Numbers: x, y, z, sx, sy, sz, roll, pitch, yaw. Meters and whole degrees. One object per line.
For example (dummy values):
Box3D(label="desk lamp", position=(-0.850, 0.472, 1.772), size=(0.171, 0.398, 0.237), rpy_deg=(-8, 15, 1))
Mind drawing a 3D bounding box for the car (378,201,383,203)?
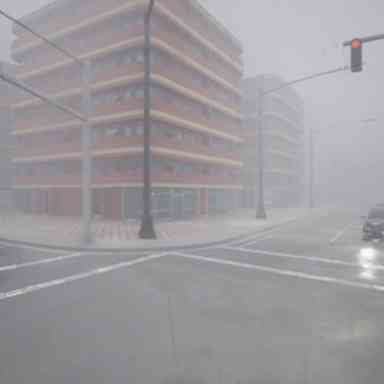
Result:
Box3D(label="car", position=(14.439, 1.516, 24.558), size=(1.837, 1.490, 4.892), rpy_deg=(0, 0, 31))

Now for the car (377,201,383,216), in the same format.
Box3D(label="car", position=(19.653, 1.605, 33.279), size=(1.895, 1.301, 4.718), rpy_deg=(0, 0, 31))

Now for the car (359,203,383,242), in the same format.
Box3D(label="car", position=(9.384, 1.523, 16.091), size=(1.837, 1.490, 4.892), rpy_deg=(0, 0, 31))
